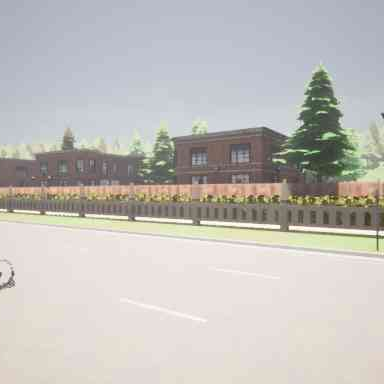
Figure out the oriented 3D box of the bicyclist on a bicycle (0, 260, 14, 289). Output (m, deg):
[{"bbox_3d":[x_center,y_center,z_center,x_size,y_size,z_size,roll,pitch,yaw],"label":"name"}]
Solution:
[{"bbox_3d":[-4.724,1.453,7.269,0.582,1.620,1.656,0,1,34],"label":"bicyclist on a bicycle"}]
